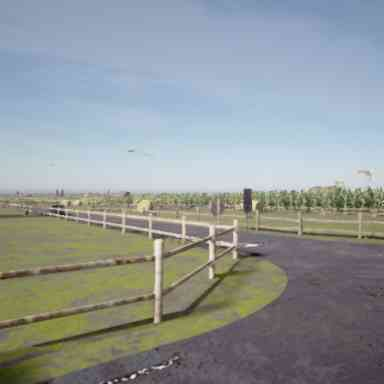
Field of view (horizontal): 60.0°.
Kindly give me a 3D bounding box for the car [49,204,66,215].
[{"bbox_3d":[-19.812,2.634,49.391,1.837,1.490,4.892,1,-2,-34],"label":"car"}]
